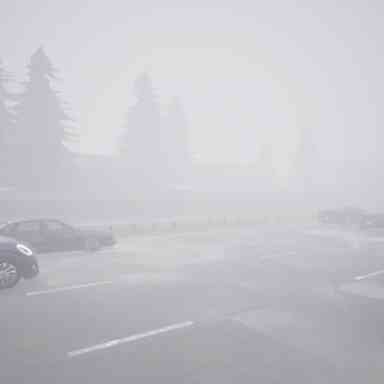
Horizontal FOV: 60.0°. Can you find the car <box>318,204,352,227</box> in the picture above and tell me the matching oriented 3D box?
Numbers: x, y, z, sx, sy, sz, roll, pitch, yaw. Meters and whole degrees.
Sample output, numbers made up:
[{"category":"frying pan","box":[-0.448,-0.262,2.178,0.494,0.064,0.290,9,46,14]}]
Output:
[{"category":"car","box":[11.147,1.608,23.876,5.008,1.535,1.882,0,-1,-34]}]

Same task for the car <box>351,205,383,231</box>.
[{"category":"car","box":[11.978,1.623,20.226,4.674,1.442,1.812,0,-1,-34]}]

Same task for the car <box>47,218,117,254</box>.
[{"category":"car","box":[-5.650,1.682,12.498,5.357,1.411,2.033,0,-1,-34]}]

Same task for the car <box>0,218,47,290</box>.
[{"category":"car","box":[-6.172,1.453,7.918,4.553,1.767,2.097,0,-1,-34]}]
